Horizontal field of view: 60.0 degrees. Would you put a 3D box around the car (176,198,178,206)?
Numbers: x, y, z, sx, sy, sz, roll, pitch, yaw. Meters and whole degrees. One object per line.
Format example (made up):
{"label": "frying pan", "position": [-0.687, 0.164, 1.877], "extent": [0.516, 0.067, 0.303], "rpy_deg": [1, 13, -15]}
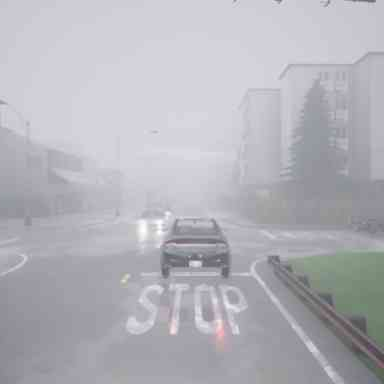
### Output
{"label": "car", "position": [-3.513, 1.789, 62.563], "extent": [2.033, 1.411, 5.357], "rpy_deg": [0, 0, 0]}

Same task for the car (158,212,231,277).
{"label": "car", "position": [0.093, 1.562, 10.354], "extent": [2.128, 1.511, 4.902], "rpy_deg": [0, -1, 0]}

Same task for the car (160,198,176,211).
{"label": "car", "position": [-3.597, 1.658, 43.388], "extent": [2.128, 1.511, 4.902], "rpy_deg": [0, 0, 0]}

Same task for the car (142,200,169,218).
{"label": "car", "position": [-3.601, 1.725, 32.064], "extent": [1.895, 1.301, 4.718], "rpy_deg": [0, 0, 0]}

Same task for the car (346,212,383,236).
{"label": "car", "position": [11.863, 1.854, 19.934], "extent": [4.718, 1.301, 1.895], "rpy_deg": [0, 0, -6]}
